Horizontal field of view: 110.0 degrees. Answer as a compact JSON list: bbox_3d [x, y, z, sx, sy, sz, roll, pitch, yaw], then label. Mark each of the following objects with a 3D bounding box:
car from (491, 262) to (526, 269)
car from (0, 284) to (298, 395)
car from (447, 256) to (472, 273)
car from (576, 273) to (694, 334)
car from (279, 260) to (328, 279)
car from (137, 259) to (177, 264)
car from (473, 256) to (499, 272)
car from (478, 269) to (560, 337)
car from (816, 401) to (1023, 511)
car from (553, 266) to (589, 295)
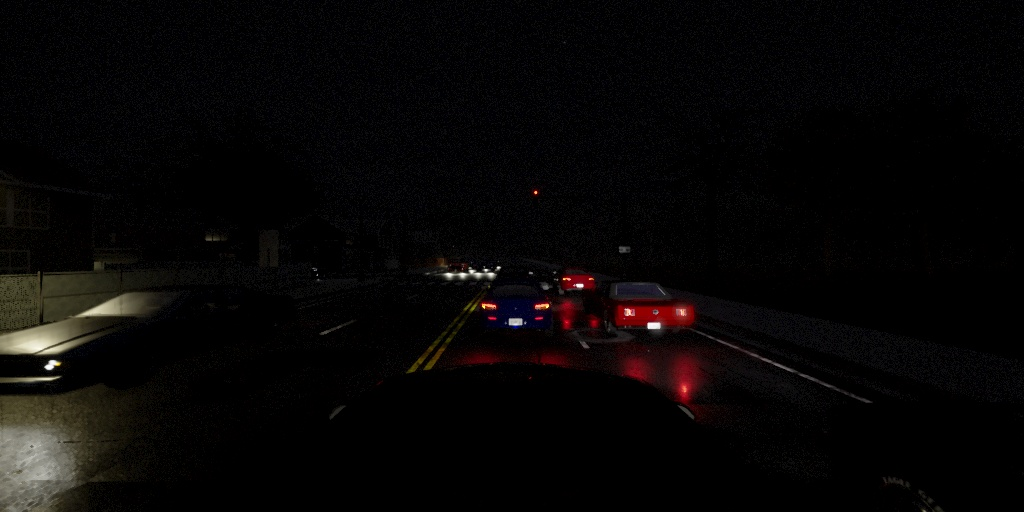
[{"bbox_3d":[0.071,1.255,19.404,1.837,1.490,4.892,0,0,0],"label":"car"},{"bbox_3d":[-6.596,1.298,7.129,2.033,1.411,5.357,0,0,0],"label":"car"},{"bbox_3d":[-6.562,1.094,43.992,2.097,1.767,4.553,0,0,0],"label":"car"},{"bbox_3d":[3.342,1.351,10.623,1.895,1.301,4.718,0,0,0],"label":"car"},{"bbox_3d":[-18.191,1.130,30.457,4.553,1.767,2.097,0,0,0],"label":"car"},{"bbox_3d":[-29.585,1.151,30.491,4.553,1.767,2.097,0,0,0],"label":"car"},{"bbox_3d":[-3.300,0.962,46.111,2.150,2.045,5.566,0,0,1],"label":"car"},{"bbox_3d":[0.089,1.276,10.143,1.812,1.442,4.674,0,0,0],"label":"car"},{"bbox_3d":[3.348,1.351,0.671,1.895,1.301,4.718,0,0,0],"label":"car"},{"bbox_3d":[3.324,1.276,19.731,1.812,1.442,4.674,0,0,0],"label":"car"}]
